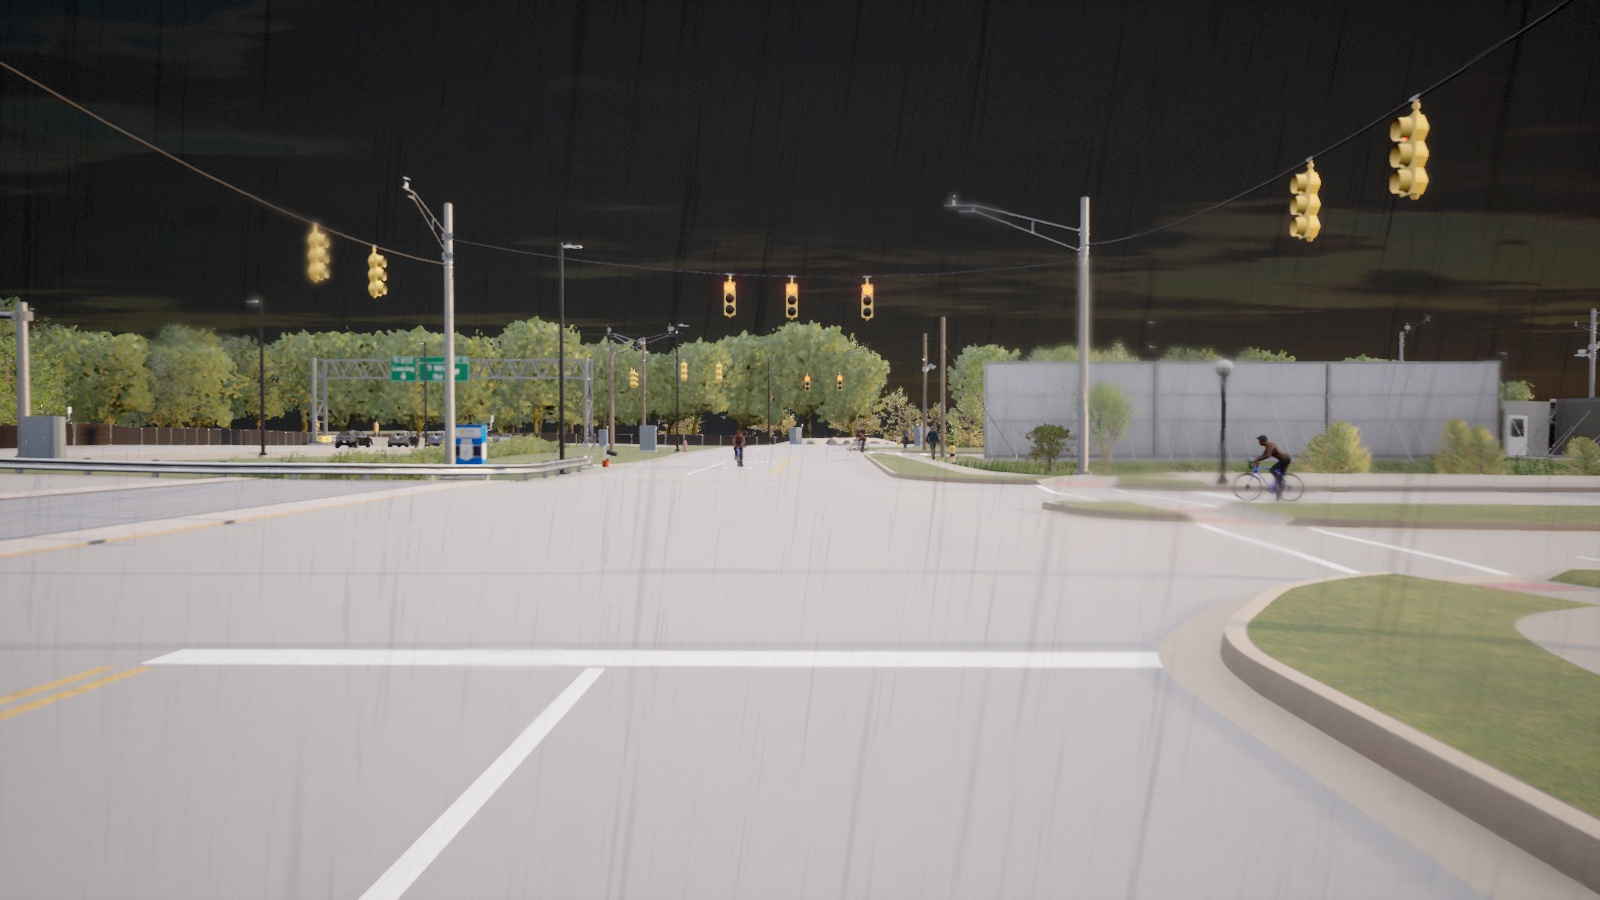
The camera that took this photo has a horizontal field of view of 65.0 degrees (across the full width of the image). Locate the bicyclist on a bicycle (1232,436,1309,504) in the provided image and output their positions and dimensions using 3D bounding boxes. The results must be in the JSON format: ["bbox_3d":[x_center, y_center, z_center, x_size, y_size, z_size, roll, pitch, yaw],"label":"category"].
[{"bbox_3d":[11.427,0.483,30.520,1.656,1.620,0.582,1,1,11],"label":"bicyclist on a bicycle"}]

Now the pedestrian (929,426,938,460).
[{"bbox_3d":[7.153,-0.380,67.350,0.402,1.842,0.726,0,2,1],"label":"pedestrian"}]
